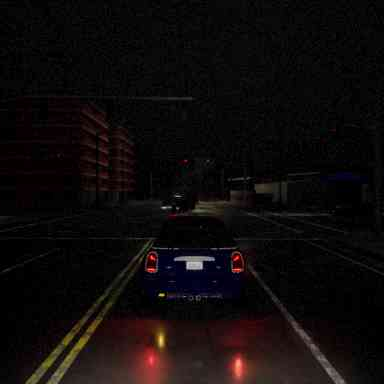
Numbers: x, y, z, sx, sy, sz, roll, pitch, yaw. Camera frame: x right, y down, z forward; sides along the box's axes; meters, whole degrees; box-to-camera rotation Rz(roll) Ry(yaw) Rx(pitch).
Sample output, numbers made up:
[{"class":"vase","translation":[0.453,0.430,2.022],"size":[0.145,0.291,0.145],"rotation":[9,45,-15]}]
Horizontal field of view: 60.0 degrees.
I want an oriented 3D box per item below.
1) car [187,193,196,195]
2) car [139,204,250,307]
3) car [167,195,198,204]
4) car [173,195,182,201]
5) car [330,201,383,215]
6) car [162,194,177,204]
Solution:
[{"class":"car","translation":[-0.070,1.221,63.715],"size":[2.150,2.045,5.566],"rotation":[0,0,0]},{"class":"car","translation":[0.053,1.352,8.162],"size":[2.097,1.767,4.553],"rotation":[0,0,0]},{"class":"car","translation":[-0.908,1.481,37.915],"size":[1.837,1.490,4.892],"rotation":[1,0,15]},{"class":"car","translation":[-3.726,1.540,84.725],"size":[2.033,1.411,5.357],"rotation":[0,0,0]},{"class":"car","translation":[16.379,1.601,33.255],"size":[4.718,1.301,1.895],"rotation":[0,0,0]},{"class":"car","translation":[-3.726,1.547,53.702],"size":[2.033,1.411,5.357],"rotation":[0,0,0]}]
